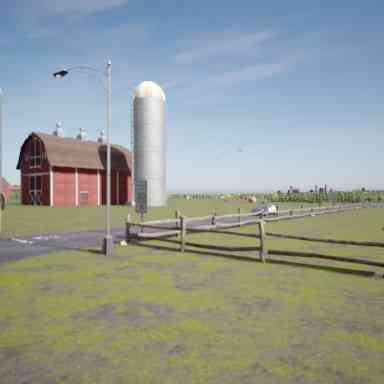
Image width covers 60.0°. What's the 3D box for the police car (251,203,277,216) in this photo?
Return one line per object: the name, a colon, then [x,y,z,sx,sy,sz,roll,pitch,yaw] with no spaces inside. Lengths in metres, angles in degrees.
police car: [8.959,2.159,41.244,2.038,1.542,4.974,-1,-1,35]
